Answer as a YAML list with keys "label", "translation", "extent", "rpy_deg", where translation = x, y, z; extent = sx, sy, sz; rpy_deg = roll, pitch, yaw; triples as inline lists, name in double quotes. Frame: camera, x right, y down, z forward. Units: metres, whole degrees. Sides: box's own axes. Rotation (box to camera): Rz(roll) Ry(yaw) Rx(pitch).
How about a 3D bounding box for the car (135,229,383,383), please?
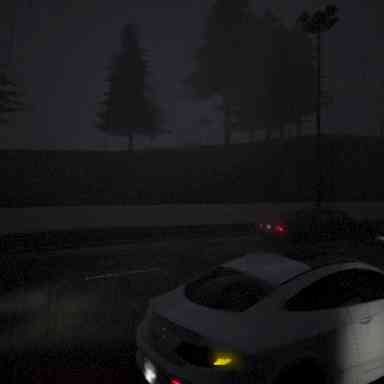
- label: "car"
  translation: [1.597, 1.482, 4.318]
  extent: [4.674, 1.442, 1.812]
  rpy_deg: [0, 0, -30]

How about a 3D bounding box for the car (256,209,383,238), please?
- label: "car"
  translation: [5.397, 1.409, 13.945]
  extent: [5.357, 1.411, 2.033]
  rpy_deg: [0, 1, -19]
